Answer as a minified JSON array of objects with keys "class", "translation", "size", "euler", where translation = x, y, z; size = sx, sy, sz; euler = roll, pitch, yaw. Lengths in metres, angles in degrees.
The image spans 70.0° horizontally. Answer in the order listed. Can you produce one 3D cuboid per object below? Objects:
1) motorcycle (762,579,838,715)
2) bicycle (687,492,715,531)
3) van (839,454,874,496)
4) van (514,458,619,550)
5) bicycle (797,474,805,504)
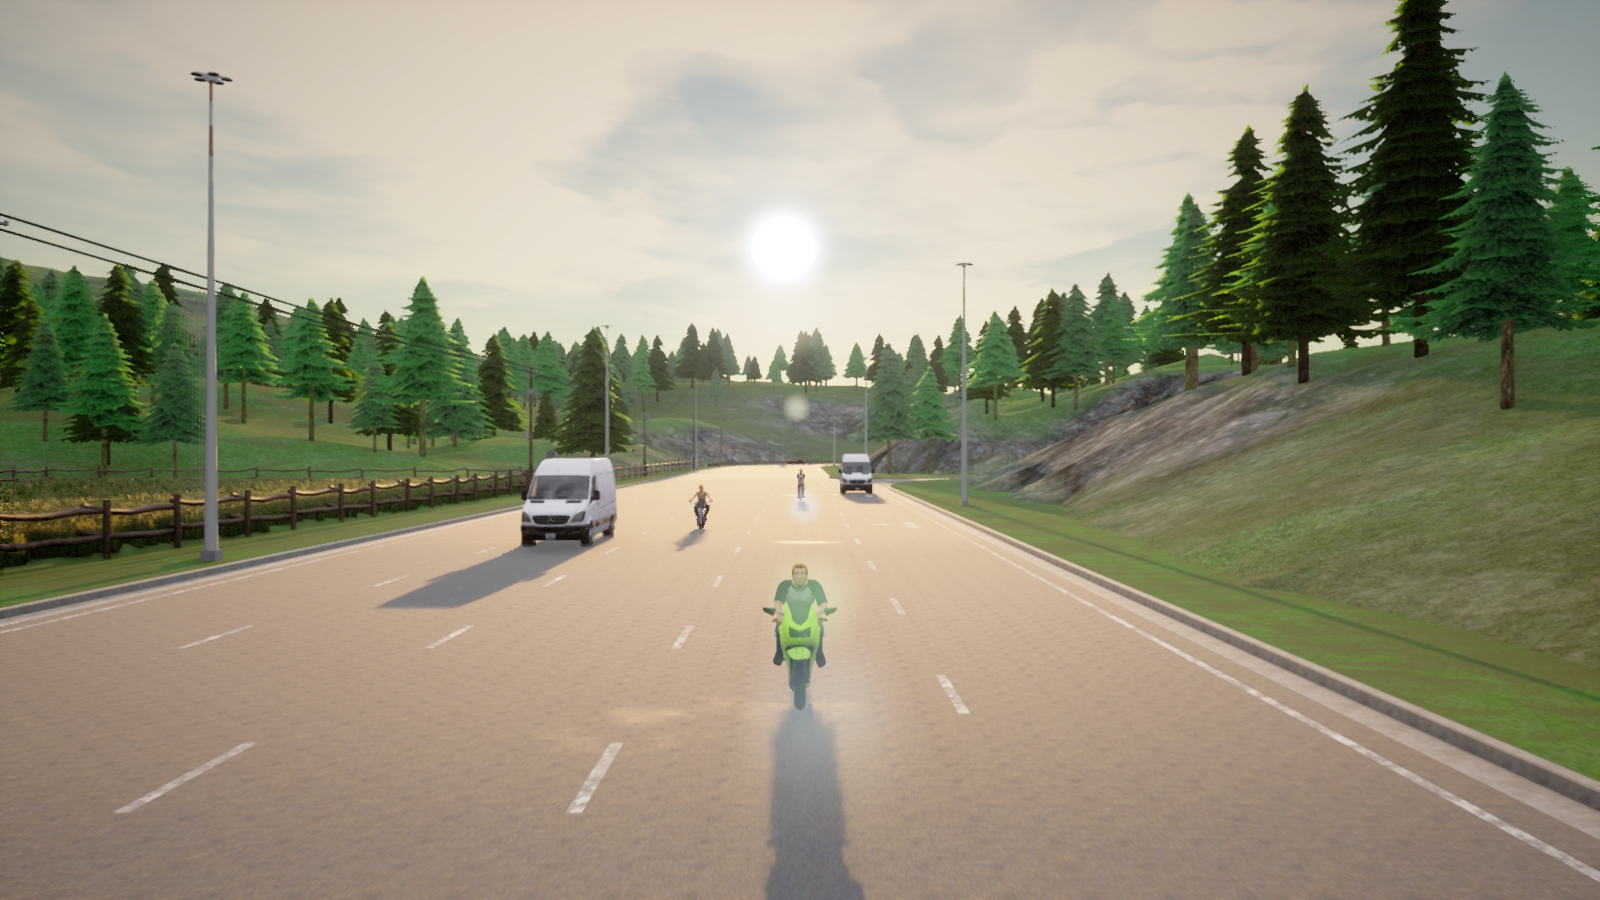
[{"class":"motorcycle","translation":[-0.002,2.185,13.027],"size":[0.803,1.199,2.033],"euler":[0,0,0]},{"class":"bicycle","translation":[-3.480,2.157,40.261],"size":[0.859,1.277,1.487],"euler":[0,0,0]},{"class":"van","translation":[3.575,1.534,73.487],"size":[1.988,2.561,5.915],"euler":[0,0,0]},{"class":"van","translation":[-6.996,1.534,34.942],"size":[1.988,2.561,5.915],"euler":[0,0,0]},{"class":"bicycle","translation":[0.051,2.055,60.419],"size":[0.373,1.496,1.643],"euler":[0,0,0]}]
